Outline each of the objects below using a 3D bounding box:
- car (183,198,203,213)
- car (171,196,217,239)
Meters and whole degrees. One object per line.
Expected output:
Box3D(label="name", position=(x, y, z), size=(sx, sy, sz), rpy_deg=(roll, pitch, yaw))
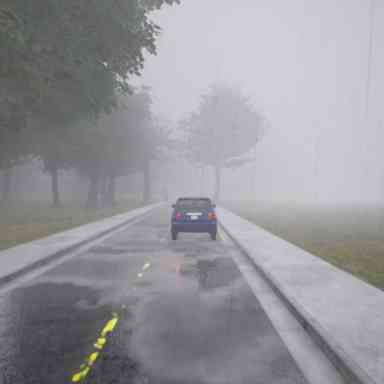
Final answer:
Box3D(label="car", position=(0.102, 1.487, 38.069), size=(2.128, 1.511, 4.902), rpy_deg=(0, 0, 0))
Box3D(label="car", position=(0.101, 1.220, 17.429), size=(2.150, 2.045, 5.566), rpy_deg=(0, 0, 0))
